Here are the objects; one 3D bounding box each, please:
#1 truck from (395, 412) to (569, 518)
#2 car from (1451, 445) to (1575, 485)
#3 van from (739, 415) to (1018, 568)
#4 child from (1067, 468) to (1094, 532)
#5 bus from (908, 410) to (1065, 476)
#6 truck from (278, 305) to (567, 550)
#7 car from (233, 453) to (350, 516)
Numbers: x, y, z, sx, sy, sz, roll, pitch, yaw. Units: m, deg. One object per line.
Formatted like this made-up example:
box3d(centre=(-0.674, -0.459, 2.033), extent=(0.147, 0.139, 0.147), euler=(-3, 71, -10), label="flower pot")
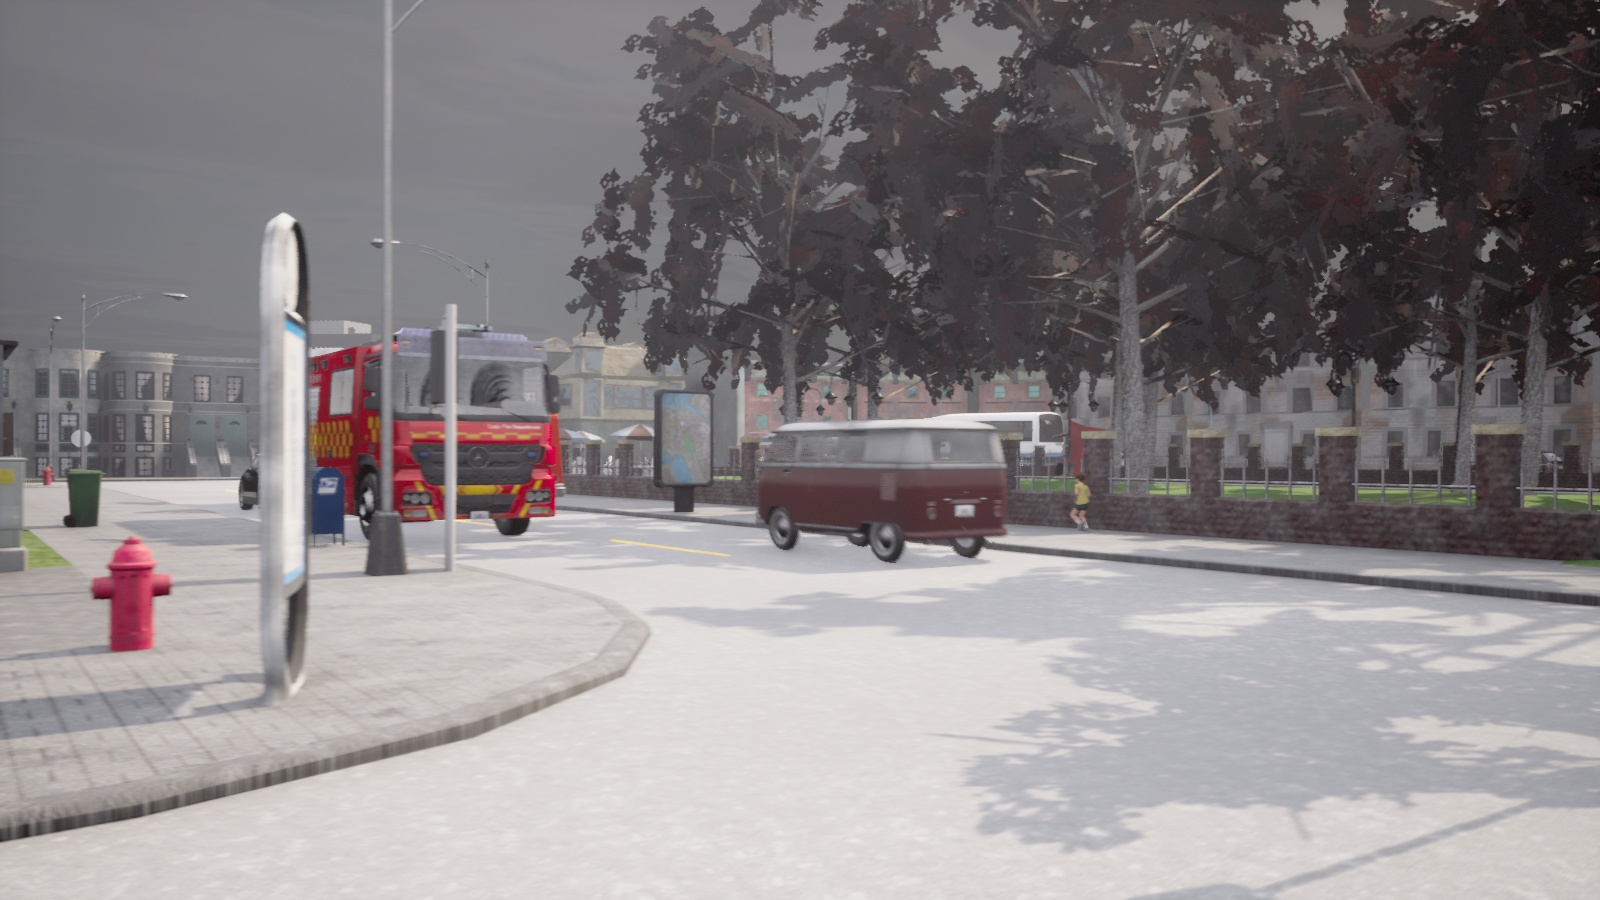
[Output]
box3d(centre=(-8.179, 0.359, 31.939), extent=(2.627, 2.467, 5.204), euler=(0, 0, -35), label="truck")
box3d(centre=(33.249, 0.681, 58.654), extent=(2.097, 1.767, 4.553), euler=(0, 0, -35), label="car")
box3d(centre=(1.020, 0.544, 18.615), extent=(1.775, 1.987, 4.442), euler=(0, 0, -34), label="van")
box3d(centre=(4.979, 0.881, 22.312), extent=(0.255, 1.110, 0.394), euler=(0, 0, -35), label="child")
box3d(centre=(12.580, -0.444, 85.752), extent=(3.944, 4.253, 10.273), euler=(-1, 0, -45), label="bus")
box3d(centre=(-7.506, -0.341, 23.927), extent=(2.891, 3.827, 8.468), euler=(0, 0, -34), label="truck")
box3d(centre=(-12.909, 0.821, 31.748), extent=(1.970, 1.475, 3.806), euler=(0, 0, -35), label="car")
